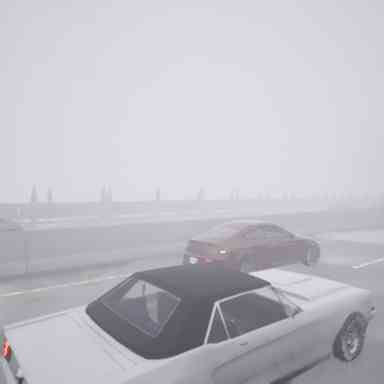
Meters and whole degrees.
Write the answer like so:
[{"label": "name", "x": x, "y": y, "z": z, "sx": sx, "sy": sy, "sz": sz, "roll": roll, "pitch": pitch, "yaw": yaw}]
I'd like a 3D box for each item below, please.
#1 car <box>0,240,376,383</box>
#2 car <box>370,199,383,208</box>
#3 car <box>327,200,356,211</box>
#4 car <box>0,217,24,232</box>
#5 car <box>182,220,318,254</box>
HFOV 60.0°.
[{"label": "car", "x": 0.373, "y": 1.616, "z": 4.205, "sx": 4.718, "sy": 1.301, "sz": 1.895, "roll": 0, "pitch": 0, "yaw": -37}, {"label": "car", "x": 20.526, "y": 1.428, "z": 33.891, "sx": 4.553, "sy": 1.767, "sz": 2.097, "roll": 0, "pitch": 0, "yaw": -39}, {"label": "car", "x": 18.479, "y": 1.668, "z": 41.216, "sx": 4.181, "sy": 1.385, "sz": 1.994, "roll": 0, "pitch": 0, "yaw": -39}, {"label": "car", "x": -9.621, "y": 1.633, "z": 14.431, "sx": 4.181, "sy": 1.385, "sz": 1.994, "roll": 0, "pitch": 0, "yaw": -36}, {"label": "car", "x": 1.856, "y": 1.556, "z": 9.783, "sx": 4.674, "sy": 1.442, "sz": 1.812, "roll": 0, "pitch": 0, "yaw": -38}]
